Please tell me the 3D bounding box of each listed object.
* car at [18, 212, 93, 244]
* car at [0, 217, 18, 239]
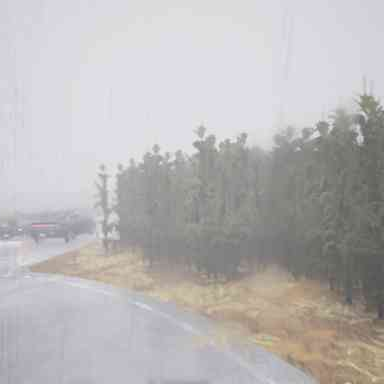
[{"bbox_3d":[-6.805,1.813,18.082,2.128,1.511,4.902,-2,0,5],"label":"car"},{"bbox_3d":[-9.814,1.978,20.765,2.033,1.411,5.357,-2,0,6],"label":"car"}]
